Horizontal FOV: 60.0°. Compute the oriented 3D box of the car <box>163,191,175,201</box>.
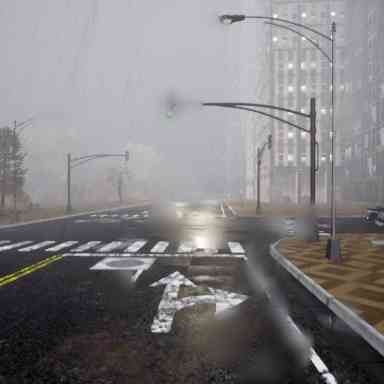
[{"bbox_3d":[-5.051,0.884,73.782,2.150,2.045,5.566,0,0,4],"label":"car"}]

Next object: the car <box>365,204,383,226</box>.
[{"bbox_3d":[13.095,1.364,19.999,4.902,1.511,2.128,0,0,5],"label":"car"}]
